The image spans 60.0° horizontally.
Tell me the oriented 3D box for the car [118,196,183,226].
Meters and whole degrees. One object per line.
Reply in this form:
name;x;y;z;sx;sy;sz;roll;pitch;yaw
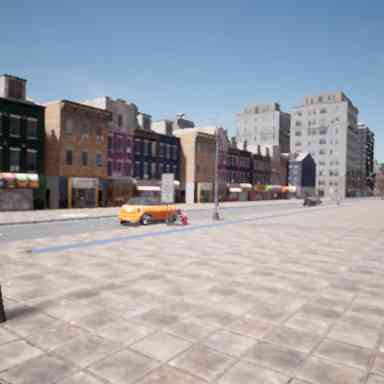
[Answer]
car;-2.582;1.151;21.955;2.097;1.767;4.553;2;1;36

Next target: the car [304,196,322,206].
car;18.616;1.410;51.192;1.812;1.442;4.674;2;1;36
